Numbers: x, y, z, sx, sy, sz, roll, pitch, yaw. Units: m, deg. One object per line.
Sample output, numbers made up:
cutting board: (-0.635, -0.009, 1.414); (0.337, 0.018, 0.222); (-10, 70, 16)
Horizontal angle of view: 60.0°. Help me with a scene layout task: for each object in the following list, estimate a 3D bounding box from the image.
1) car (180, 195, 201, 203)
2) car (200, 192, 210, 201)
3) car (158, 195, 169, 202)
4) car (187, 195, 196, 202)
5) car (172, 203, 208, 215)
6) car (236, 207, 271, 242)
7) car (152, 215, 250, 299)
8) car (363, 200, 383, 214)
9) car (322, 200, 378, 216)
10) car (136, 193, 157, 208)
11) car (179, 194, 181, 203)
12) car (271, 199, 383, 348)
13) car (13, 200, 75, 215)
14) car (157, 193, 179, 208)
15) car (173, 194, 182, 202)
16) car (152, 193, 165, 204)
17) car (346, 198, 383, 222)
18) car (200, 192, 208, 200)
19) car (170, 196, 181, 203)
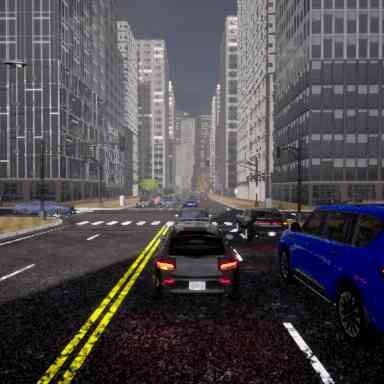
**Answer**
car: (-0.148, 1.535, 44.669); (1.994, 1.385, 4.181); (0, 0, 3)
car: (3.174, 1.443, 79.610); (1.812, 1.442, 4.674); (0, 0, 0)
car: (-6.575, 1.470, 76.500); (2.033, 1.411, 5.357); (0, 0, 0)
car: (-0.058, 1.413, 73.078); (1.882, 1.535, 5.008); (0, 0, 0)
car: (0.085, 1.538, 17.564); (2.033, 1.411, 5.357); (0, 0, 0)
car: (3.335, 1.496, 16.294); (1.837, 1.490, 4.892); (0, 0, 0)
car: (0.091, 1.522, 8.290); (1.812, 1.442, 4.674); (0, 0, 0)
car: (21.774, 1.643, 36.708); (4.829, 1.417, 1.752); (1, 0, 1)
car: (16.193, 1.616, 34.201); (4.892, 1.490, 1.837); (0, 1, 0)
car: (-6.673, 1.318, 47.853); (2.097, 1.767, 4.553); (0, 0, 1)
car: (-3.390, 1.503, 57.374); (2.033, 1.411, 5.357); (0, 0, 0)
car: (3.347, 1.218, 6.434); (2.150, 2.045, 5.566); (0, 0, 0)
car: (-13.990, 1.438, 31.625); (5.357, 1.411, 2.033); (0, 1, -1)
car: (-3.391, 1.318, 47.902); (2.097, 1.767, 4.553); (0, 0, 0)
car: (-3.325, 1.284, 77.398); (2.097, 1.767, 4.553); (0, 0, 0)
car: (-6.595, 1.166, 66.020); (2.150, 2.045, 5.566); (0, 0, 1)
car: (16.173, 1.519, 28.416); (5.009, 1.841, 2.192); (1, 0, 1)
car: (3.164, 0.967, 89.640); (2.150, 2.045, 5.566); (0, 0, 0)
car: (-3.334, 1.507, 67.341); (1.994, 1.385, 4.181); (0, 0, 1)
